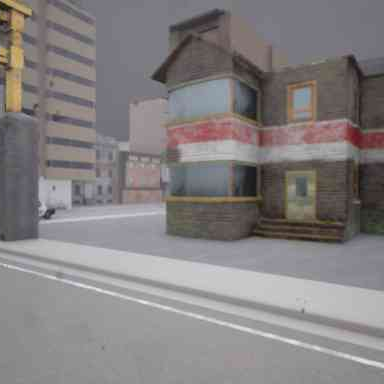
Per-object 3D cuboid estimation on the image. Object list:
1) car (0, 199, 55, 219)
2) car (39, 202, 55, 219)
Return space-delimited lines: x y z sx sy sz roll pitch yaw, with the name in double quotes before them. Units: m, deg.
"car" -12.546 1.197 24.838 1.853 1.218 4.536 0 0 15
"car" -12.560 1.355 24.788 2.038 1.542 4.974 0 0 15
